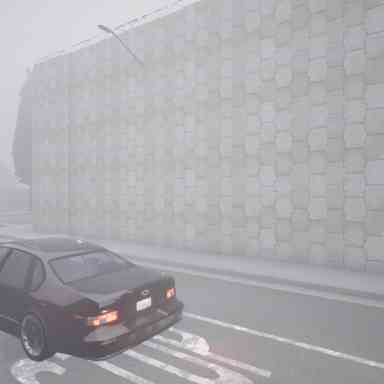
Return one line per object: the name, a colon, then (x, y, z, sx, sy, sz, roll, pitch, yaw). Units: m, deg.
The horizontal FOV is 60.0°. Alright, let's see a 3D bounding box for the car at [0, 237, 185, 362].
car: (-2.693, 1.547, 5.902, 5.357, 1.411, 2.033, 0, 0, 35)
